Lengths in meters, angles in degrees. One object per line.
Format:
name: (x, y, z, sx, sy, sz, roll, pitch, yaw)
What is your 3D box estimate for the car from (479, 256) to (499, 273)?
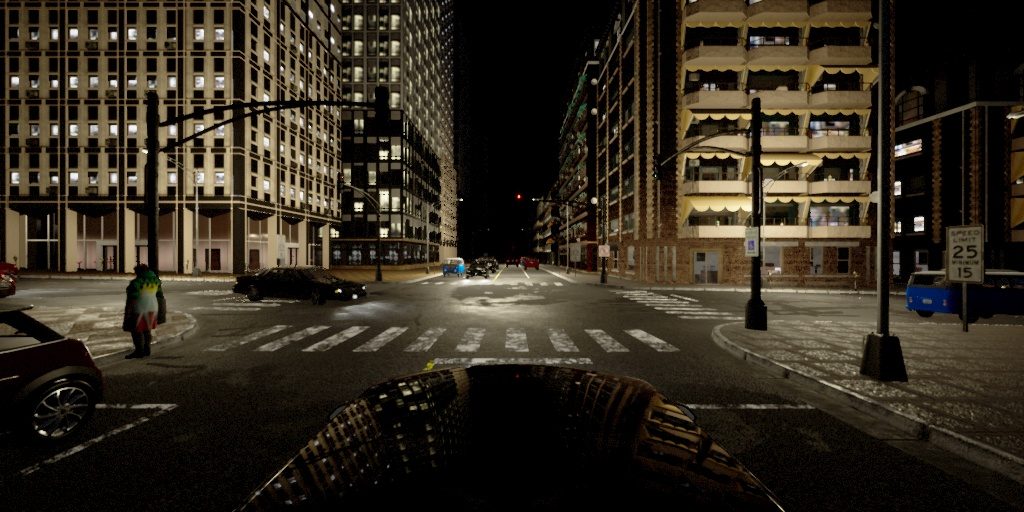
car: (-3.044, 0.974, 42.878, 2.150, 2.045, 5.566, 0, 0, 1)

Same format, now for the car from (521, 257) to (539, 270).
car: (2.749, 1.070, 51.441, 2.192, 1.841, 5.009, 0, 0, 0)

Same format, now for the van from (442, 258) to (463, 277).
van: (-5.650, 1.091, 34.797, 1.690, 1.789, 3.998, 0, 0, 0)

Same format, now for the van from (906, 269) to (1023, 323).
van: (16.926, 1.451, 13.013, 3.998, 1.789, 1.690, 0, 0, 0)

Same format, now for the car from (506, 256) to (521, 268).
car: (0.077, 0.982, 63.900, 2.150, 2.045, 5.566, 0, 0, 0)

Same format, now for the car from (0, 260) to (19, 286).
car: (-21.133, 0.816, 13.109, 4.097, 1.591, 1.967, 0, 0, 0)

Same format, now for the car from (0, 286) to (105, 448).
car: (-5.689, 1.190, 2.323, 1.967, 1.591, 4.097, 0, 0, 0)

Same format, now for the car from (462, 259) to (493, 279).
car: (-3.058, 1.254, 32.756, 1.837, 1.490, 4.892, 0, 0, 0)

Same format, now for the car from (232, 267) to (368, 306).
car: (-8.719, 1.160, 14.740, 5.357, 1.411, 2.033, 1, 0, 15)

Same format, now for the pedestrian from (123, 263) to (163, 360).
pedestrian: (-7.306, 1.042, 7.069, 0.375, 1.860, 0.375, 0, 0, 0)

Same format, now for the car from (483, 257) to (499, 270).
car: (-3.031, 1.108, 53.194, 2.097, 1.767, 4.553, 0, 0, 0)
